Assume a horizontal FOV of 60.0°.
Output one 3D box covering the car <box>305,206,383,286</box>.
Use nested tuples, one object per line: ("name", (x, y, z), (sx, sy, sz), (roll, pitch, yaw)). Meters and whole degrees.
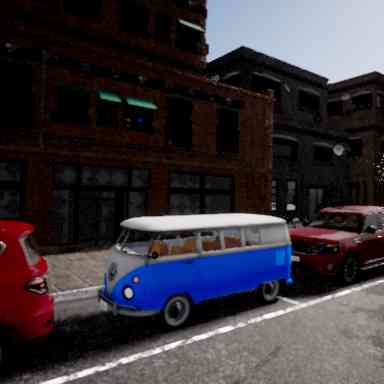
("car", (4.665, 1.374, 9.862), (5.009, 1.841, 2.192), (0, 1, -35))

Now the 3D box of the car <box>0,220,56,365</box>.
("car", (-4.140, 1.306, 3.584), (5.009, 1.841, 2.192), (0, 1, -35))

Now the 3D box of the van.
("van", (0.262, 1.366, 6.724), (3.998, 1.788, 1.690), (0, 1, -35))
